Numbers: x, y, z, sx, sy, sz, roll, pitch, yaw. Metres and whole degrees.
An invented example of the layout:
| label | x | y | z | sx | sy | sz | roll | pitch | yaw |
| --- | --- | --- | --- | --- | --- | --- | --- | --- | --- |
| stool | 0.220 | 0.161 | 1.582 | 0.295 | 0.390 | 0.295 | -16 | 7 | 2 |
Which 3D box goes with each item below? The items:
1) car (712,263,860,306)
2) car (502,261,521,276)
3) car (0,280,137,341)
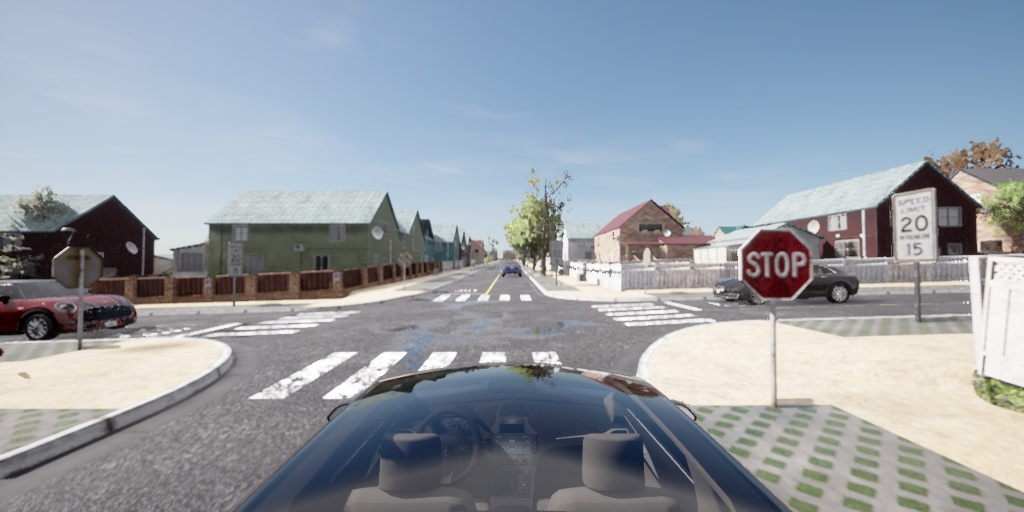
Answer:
| label | x | y | z | sx | sy | sz | roll | pitch | yaw |
| --- | --- | --- | --- | --- | --- | --- | --- | --- | --- |
| car | 10.397 | 1.041 | 13.834 | 4.892 | 1.490 | 1.837 | -2 | -2 | 1 |
| car | -0.017 | 1.353 | 40.833 | 2.097 | 1.767 | 4.553 | 0 | 0 | 0 |
| car | -14.111 | 1.480 | 10.605 | 4.553 | 1.767 | 2.097 | -2 | -2 | -1 |
